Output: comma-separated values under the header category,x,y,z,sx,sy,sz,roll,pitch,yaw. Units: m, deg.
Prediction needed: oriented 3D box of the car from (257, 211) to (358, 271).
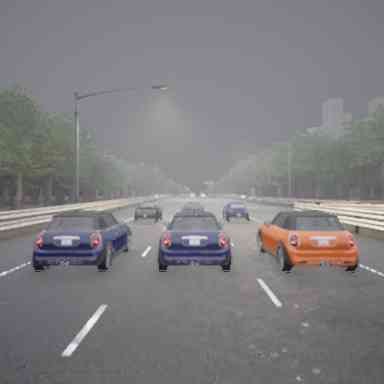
category,x,y,z,sx,sy,sz,roll,pitch,yaw
car,3.582,1.392,11.153,2.097,1.767,4.553,0,0,0

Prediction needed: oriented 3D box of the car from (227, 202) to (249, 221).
category,x,y,z,sx,sy,sz,roll,pitch,yaw
car,3.592,1.576,27.639,1.812,1.442,4.674,0,0,0

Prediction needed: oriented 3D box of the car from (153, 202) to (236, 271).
category,x,y,z,sx,sy,sz,roll,pitch,yaw
car,0.082,1.392,11.224,2.097,1.767,4.553,0,0,0

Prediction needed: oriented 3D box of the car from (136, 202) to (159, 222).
category,x,y,z,sx,sy,sz,roll,pitch,yaw
car,-3.411,1.543,26.649,2.128,1.511,4.902,0,0,0

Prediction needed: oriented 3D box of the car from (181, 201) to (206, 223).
category,x,y,z,sx,sy,sz,roll,pitch,yaw
car,0.091,1.557,26.797,1.837,1.490,4.892,0,0,0

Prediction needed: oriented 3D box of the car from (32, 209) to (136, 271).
category,x,y,z,sx,sy,sz,roll,pitch,yaw
car,-3.417,1.392,11.209,2.097,1.767,4.553,0,0,0
